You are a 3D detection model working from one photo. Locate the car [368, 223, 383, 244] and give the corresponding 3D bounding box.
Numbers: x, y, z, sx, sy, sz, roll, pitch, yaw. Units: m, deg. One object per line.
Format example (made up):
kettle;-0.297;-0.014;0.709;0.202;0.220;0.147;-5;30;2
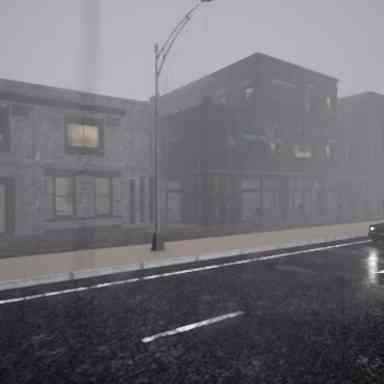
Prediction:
car;9.743;1.611;14.633;4.718;1.301;1.895;0;0;-36
